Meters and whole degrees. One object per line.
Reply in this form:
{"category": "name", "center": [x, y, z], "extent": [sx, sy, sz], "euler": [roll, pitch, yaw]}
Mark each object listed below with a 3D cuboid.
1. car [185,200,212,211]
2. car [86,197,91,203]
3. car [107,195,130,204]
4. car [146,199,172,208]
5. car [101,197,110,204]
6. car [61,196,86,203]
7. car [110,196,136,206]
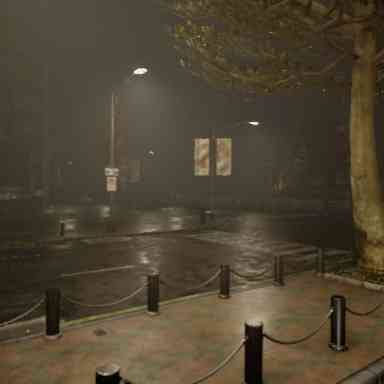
{"category": "car", "center": [0.859, 1.809, 44.456], "extent": [1.994, 1.385, 4.181], "euler": [1, 0, -35]}
{"category": "car", "center": [-25.206, 1.684, 75.656], "extent": [4.674, 1.442, 1.812], "euler": [0, 0, 12]}
{"category": "car", "center": [-15.812, 1.624, 71.948], "extent": [4.553, 1.767, 2.097], "euler": [0, 0, 26]}
{"category": "car", "center": [-5.288, 1.793, 52.921], "extent": [2.033, 1.411, 5.357], "euler": [1, 0, -38]}
{"category": "car", "center": [-16.632, 1.769, 68.435], "extent": [4.902, 1.511, 2.128], "euler": [0, 0, 30]}
{"category": "car", "center": [-26.166, 1.668, 72.290], "extent": [4.674, 1.442, 1.812], "euler": [0, 0, 12]}
{"category": "car", "center": [-12.240, 1.713, 60.792], "extent": [5.008, 1.535, 1.882], "euler": [0, 0, 41]}
